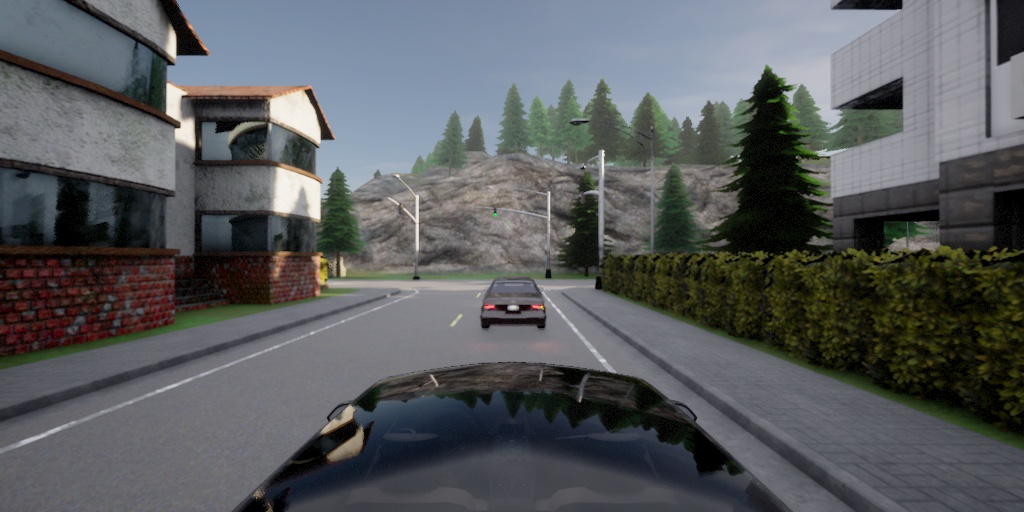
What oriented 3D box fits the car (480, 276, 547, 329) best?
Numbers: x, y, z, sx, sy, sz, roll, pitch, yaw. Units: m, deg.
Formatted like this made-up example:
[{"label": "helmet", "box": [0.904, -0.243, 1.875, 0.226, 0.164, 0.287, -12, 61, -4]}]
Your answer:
[{"label": "car", "box": [0.053, 1.341, 11.411, 2.033, 1.411, 5.357, 0, 0, 1]}]
